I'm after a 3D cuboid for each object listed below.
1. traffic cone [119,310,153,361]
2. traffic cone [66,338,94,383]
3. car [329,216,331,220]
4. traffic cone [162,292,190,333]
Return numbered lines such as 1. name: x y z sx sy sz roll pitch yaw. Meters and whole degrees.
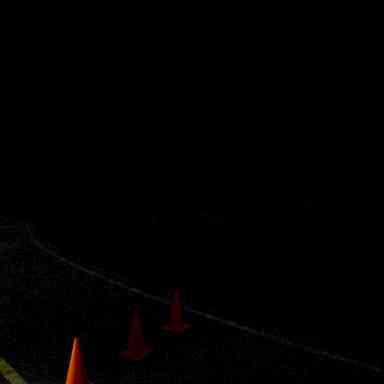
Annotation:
1. traffic cone: -0.776 1.938 4.601 0.340 0.580 0.340 1 1 32
2. traffic cone: -1.296 1.945 3.750 0.340 0.580 0.340 1 1 31
3. car: 35.615 6.632 82.740 1.851 1.617 3.988 -4 -3 4
4. traffic cone: -0.257 1.931 5.451 0.340 0.580 0.340 1 1 31
